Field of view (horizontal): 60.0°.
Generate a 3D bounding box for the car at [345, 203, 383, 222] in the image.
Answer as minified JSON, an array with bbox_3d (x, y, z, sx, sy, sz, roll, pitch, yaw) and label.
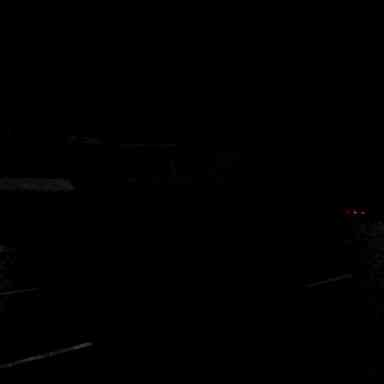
[{"bbox_3d":[14.607,1.637,27.067,5.357,1.411,2.033,0,0,-35],"label":"car"}]
